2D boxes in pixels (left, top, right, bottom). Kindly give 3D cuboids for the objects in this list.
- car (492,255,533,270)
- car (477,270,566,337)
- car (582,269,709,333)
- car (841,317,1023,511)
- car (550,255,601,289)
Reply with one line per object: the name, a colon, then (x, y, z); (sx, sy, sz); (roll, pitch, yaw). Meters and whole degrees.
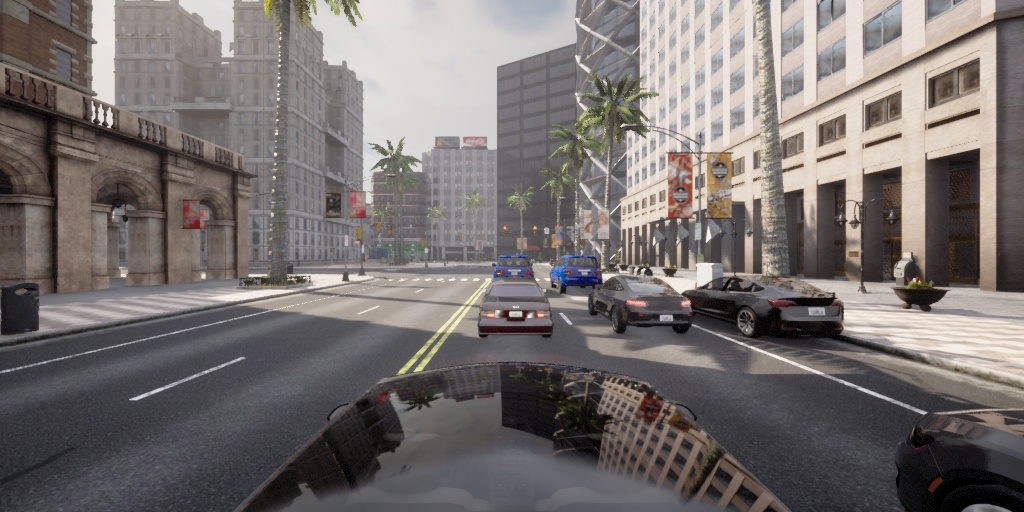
car: (0.044, 0.971, 20.449); (2.150, 2.045, 5.566); (0, 0, -2)
car: (0.068, 1.297, 10.229); (2.033, 1.411, 5.357); (0, 0, 0)
car: (3.562, 1.276, 10.620); (1.812, 1.442, 4.674); (0, 0, -1)
car: (3.601, 1.255, 0.445); (1.837, 1.490, 4.892); (0, 0, 0)
car: (3.543, 0.971, 20.583); (2.150, 2.045, 5.566); (0, 0, -2)
